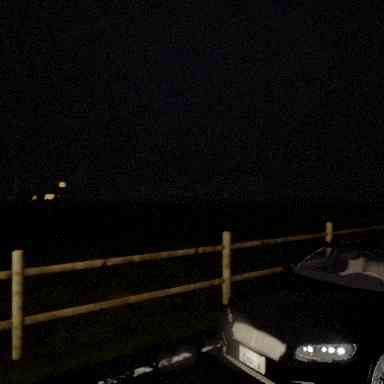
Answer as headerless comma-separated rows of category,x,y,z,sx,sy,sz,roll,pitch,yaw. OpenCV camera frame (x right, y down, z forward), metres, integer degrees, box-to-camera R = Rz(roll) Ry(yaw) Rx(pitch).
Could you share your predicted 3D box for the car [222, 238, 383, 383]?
car,2.633,1.495,4.894,4.902,1.511,2.128,0,0,-35
